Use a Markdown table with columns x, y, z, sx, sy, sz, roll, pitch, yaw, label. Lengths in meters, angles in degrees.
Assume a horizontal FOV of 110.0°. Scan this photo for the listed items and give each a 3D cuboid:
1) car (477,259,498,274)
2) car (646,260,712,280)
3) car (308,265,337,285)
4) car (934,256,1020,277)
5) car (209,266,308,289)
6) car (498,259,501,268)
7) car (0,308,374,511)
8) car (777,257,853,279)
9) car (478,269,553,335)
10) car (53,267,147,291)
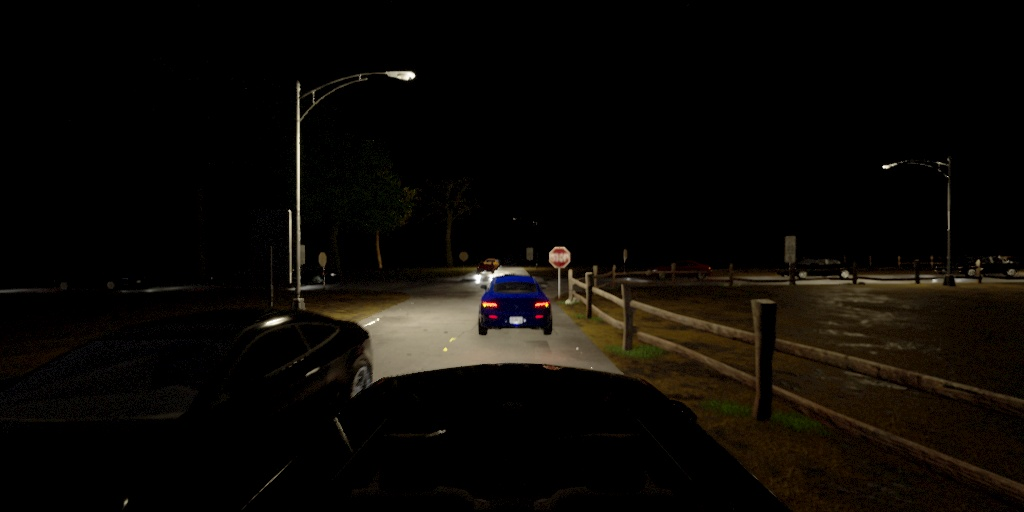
| x | y | z | sx | sy | sz | roll | pitch | yaw | label |
| --- | --- | --- | --- | --- | --- | --- | --- | --- | --- |
| -2.878 | 1.279 | 39.824 | 1.895 | 1.301 | 4.718 | 0 | 0 | -1 | car |
| 12.566 | 1.043 | 27.124 | 4.674 | 1.442 | 1.812 | -1 | 1 | 2 | car |
| -15.514 | 1.401 | 27.042 | 4.181 | 1.385 | 1.994 | -1 | 1 | 2 | car |
| 34.904 | 0.759 | 26.989 | 4.892 | 1.490 | 1.837 | -1 | 1 | 0 | car |
| -17.272 | 1.445 | 24.277 | 5.357 | 1.411 | 2.033 | -1 | 1 | 0 | car |
| -2.927 | 1.154 | 49.179 | 1.882 | 1.535 | 5.008 | 0 | 0 | 0 | car |
| -2.753 | 1.271 | 3.124 | 1.812 | 1.442 | 4.674 | 0 | 0 | 0 | car |
| 22.826 | 0.876 | 27.048 | 5.008 | 1.535 | 1.882 | -1 | 1 | 1 | car |
| 0.058 | 1.254 | 10.261 | 1.812 | 1.442 | 4.674 | 0 | 0 | -1 | car |
| -27.768 | 1.492 | 24.289 | 5.008 | 1.535 | 1.882 | -1 | 1 | 0 | car |
